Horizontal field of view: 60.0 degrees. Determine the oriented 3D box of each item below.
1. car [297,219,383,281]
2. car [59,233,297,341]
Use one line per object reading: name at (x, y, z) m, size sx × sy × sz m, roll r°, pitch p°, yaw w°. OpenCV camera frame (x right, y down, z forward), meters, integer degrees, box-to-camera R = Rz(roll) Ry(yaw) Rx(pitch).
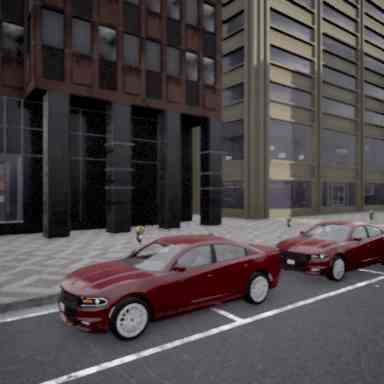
car at (4.350, 1.530, 9.786) m, size 4.507 × 1.381 × 1.887 m, roll 0°, pitch 0°, yaw -36°
car at (-0.198, 1.542, 6.514) m, size 4.507 × 1.381 × 1.887 m, roll 0°, pitch 0°, yaw -36°
